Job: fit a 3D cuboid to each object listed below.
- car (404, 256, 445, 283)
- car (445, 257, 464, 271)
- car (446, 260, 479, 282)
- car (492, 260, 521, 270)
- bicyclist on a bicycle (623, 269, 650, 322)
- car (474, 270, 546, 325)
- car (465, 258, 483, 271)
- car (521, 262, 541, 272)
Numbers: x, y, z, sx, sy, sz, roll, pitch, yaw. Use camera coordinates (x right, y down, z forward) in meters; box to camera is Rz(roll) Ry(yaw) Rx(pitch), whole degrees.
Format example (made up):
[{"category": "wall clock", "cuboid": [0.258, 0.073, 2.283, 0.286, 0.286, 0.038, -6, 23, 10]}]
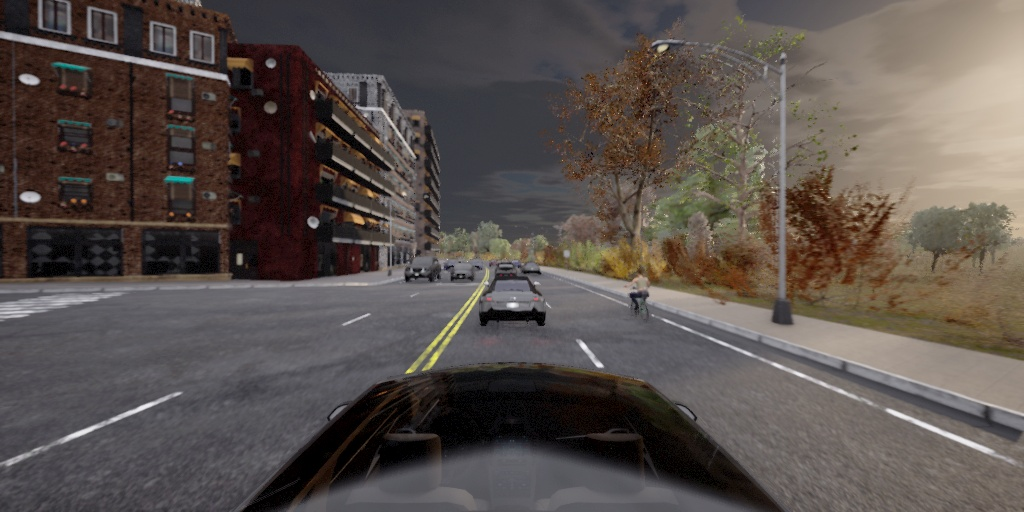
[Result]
[{"category": "car", "cuboid": [-7.224, 1.038, 29.559, 2.150, 2.045, 5.566, 0, 0, -2]}, {"category": "car", "cuboid": [-8.442, 1.207, 51.319, 2.097, 1.767, 4.553, 0, 0, -4]}, {"category": "car", "cuboid": [-3.980, 1.318, 29.697, 1.837, 1.490, 4.892, 0, 0, -2]}, {"category": "car", "cuboid": [-0.550, 1.315, 30.188, 1.837, 1.490, 4.892, 0, 0, -2]}, {"category": "bicyclist on a bicycle", "cuboid": [4.016, 1.205, 11.357, 0.866, 1.612, 1.509, 0, 0, -1]}, {"category": "car", "cuboid": [-0.012, 1.337, 11.924, 1.994, 1.385, 4.181, 0, 0, -1]}, {"category": "car", "cuboid": [-5.177, 1.203, 51.189, 2.097, 1.767, 4.553, 0, 0, -4]}, {"category": "car", "cuboid": [2.121, 1.393, 41.626, 1.994, 1.385, 4.181, 0, 0, -3]}]
